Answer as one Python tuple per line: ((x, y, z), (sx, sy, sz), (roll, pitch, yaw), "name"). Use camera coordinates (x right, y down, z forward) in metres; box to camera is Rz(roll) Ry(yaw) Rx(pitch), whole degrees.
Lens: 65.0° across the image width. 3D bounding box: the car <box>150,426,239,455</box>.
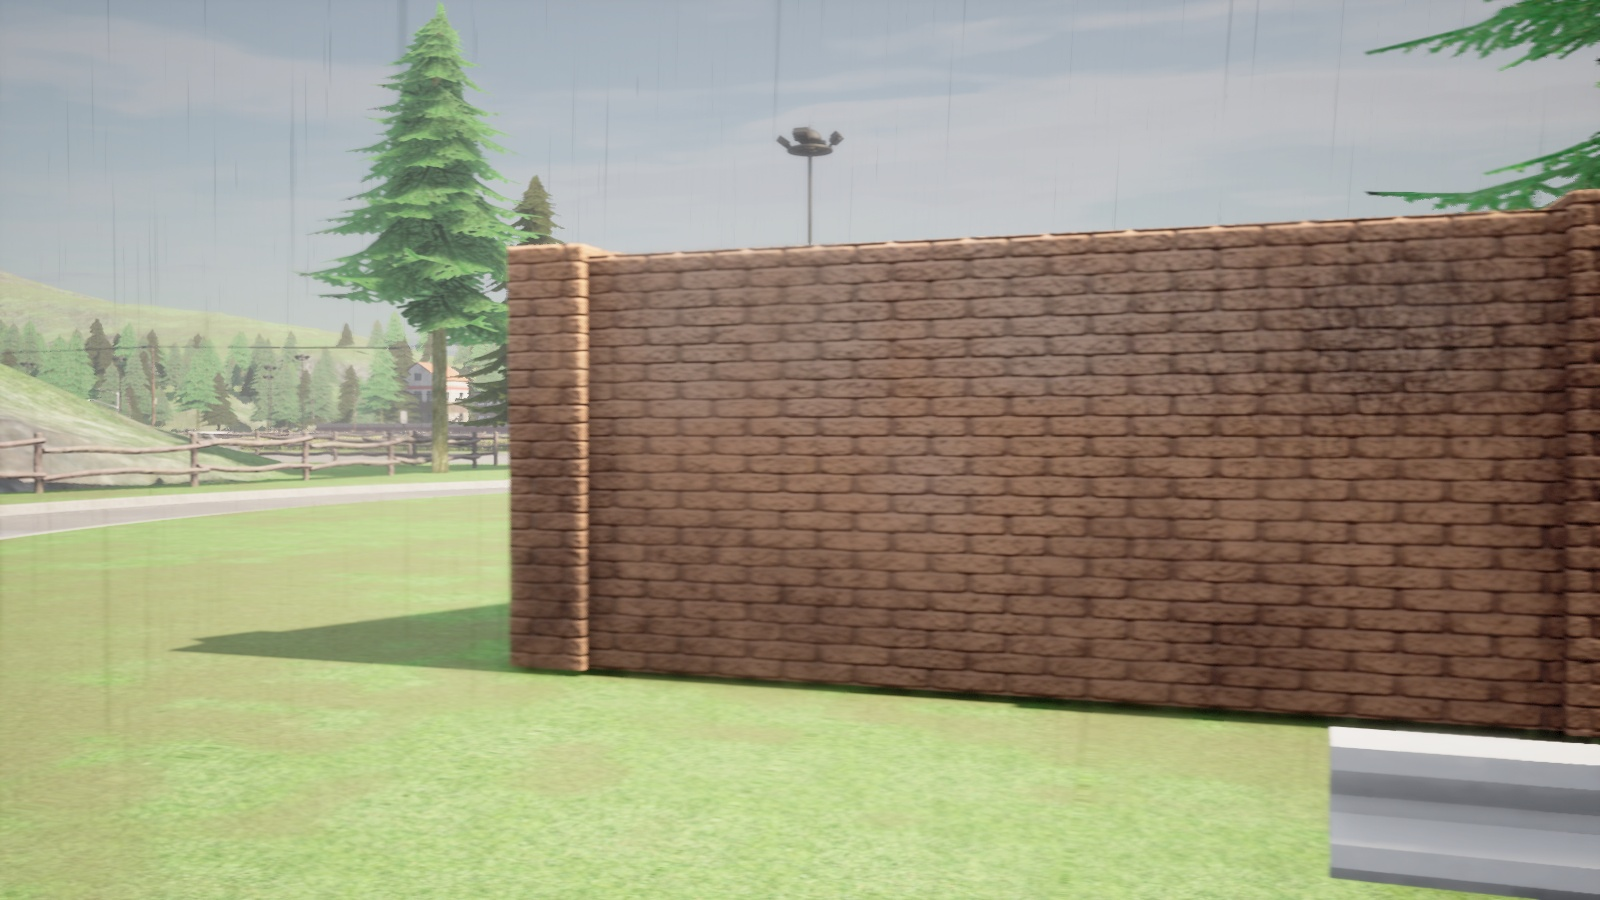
((-31.301, -0.507, 64.934), (3.806, 1.475, 1.970), (1, 1, 18), "car")
